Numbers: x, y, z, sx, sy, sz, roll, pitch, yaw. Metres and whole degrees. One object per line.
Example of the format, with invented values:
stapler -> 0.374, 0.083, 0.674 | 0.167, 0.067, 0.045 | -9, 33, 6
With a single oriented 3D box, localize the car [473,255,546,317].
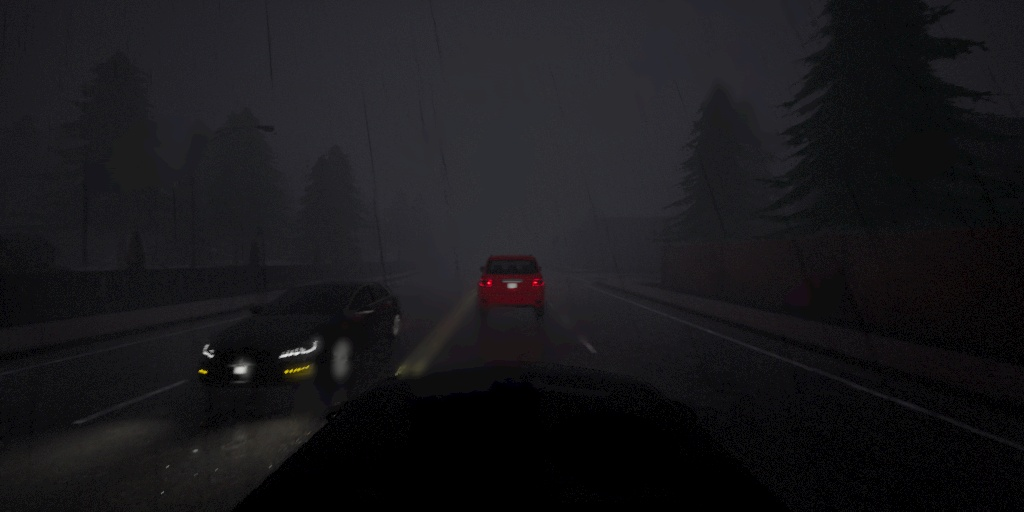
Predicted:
car -> -0.023, 0.972, 13.335 | 2.150, 2.045, 5.566 | 0, 0, -1

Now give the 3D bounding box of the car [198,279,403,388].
car -> -3.635, 1.270, 7.206 | 1.837, 1.490, 4.892 | 0, 0, -1
